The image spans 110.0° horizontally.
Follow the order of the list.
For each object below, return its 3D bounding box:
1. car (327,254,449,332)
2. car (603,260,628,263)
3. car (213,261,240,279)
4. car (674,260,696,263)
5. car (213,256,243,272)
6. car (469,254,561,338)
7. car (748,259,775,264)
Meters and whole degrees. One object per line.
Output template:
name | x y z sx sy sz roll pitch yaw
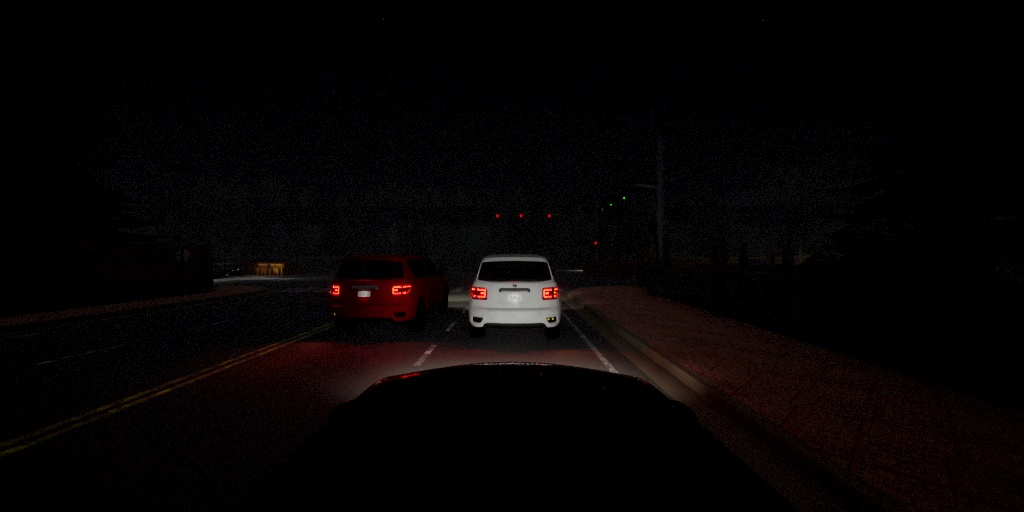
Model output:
car | -3.418 0.971 10.994 2.150 2.045 5.566 0 0 0
car | 13.595 1.255 49.047 4.892 1.490 1.837 0 0 0
car | -27.323 1.351 31.631 4.718 1.301 1.895 0 0 0
car | 23.363 1.297 48.985 5.357 1.411 2.033 0 0 0
car | -29.613 0.970 35.152 5.566 2.045 2.150 0 0 1
car | 0.081 0.971 10.312 2.150 2.045 5.566 0 0 1
car | 33.209 1.221 48.945 4.892 1.490 1.837 -1 0 0
